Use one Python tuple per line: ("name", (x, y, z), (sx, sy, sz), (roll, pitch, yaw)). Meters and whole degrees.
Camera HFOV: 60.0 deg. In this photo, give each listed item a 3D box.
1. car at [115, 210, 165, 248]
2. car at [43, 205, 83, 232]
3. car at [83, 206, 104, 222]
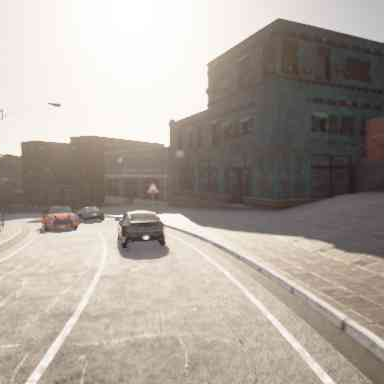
("car", (-2.487, 1.606, 15.664), (1.837, 1.490, 4.892), (-1, -1, -15))
("car", (-9.400, 1.757, 23.651), (2.097, 1.767, 4.553), (-2, -1, -27))
("car", (-10.030, 2.096, 32.286), (1.994, 1.385, 4.181), (-2, -1, -32))
